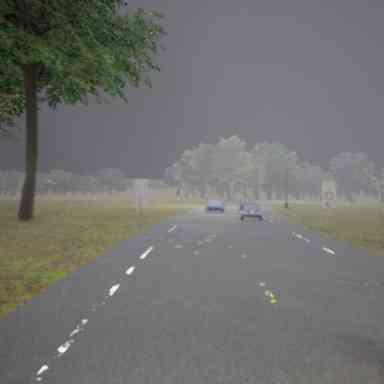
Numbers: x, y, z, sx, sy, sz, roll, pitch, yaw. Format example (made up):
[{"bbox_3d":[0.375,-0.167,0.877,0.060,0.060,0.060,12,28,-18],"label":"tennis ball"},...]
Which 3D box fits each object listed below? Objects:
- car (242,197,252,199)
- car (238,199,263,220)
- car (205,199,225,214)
[{"bbox_3d":[6.988,1.534,42.449,2.097,1.767,4.553,1,0,11],"label":"car"},{"bbox_3d":[5.068,1.649,28.944,2.033,1.411,5.357,1,0,7],"label":"car"},{"bbox_3d":[2.641,1.571,37.351,1.882,1.535,5.008,1,0,9],"label":"car"}]
